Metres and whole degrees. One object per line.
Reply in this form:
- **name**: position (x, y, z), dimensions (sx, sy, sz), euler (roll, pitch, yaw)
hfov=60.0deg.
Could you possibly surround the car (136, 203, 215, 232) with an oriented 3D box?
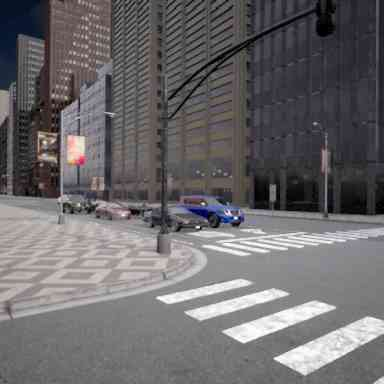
- **car**: position (-1.206, 1.584, 20.753), dimensions (2.033, 1.411, 5.357), euler (1, -1, -35)

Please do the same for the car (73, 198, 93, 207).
- **car**: position (-18.668, 1.760, 56.741), dimensions (1.837, 1.490, 4.892), euler (1, -1, -36)

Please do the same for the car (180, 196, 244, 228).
- **car**: position (1.124, 1.290, 23.074), dimensions (2.150, 2.045, 5.566), euler (1, -1, -36)

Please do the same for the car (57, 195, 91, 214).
- **car**: position (-13.113, 1.339, 37.454), dimensions (2.150, 2.045, 5.566), euler (1, -1, -36)

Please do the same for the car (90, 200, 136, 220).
- **car**: position (-6.897, 1.601, 28.724), dimensions (1.812, 1.442, 4.674), euler (1, -1, -35)

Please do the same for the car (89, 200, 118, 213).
- **car**: position (-10.600, 1.673, 39.521), dimensions (1.812, 1.442, 4.674), euler (1, -1, -35)

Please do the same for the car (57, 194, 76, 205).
- **car**: position (-24.714, 1.516, 65.206), dimensions (2.150, 2.045, 5.566), euler (1, -1, -36)
